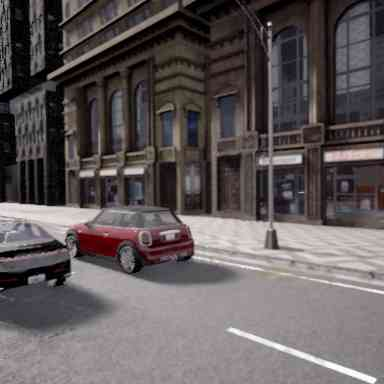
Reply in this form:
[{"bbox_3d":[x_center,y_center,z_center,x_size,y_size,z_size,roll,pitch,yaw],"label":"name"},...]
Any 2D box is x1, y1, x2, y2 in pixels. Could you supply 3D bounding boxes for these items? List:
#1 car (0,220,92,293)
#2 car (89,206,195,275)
[{"bbox_3d":[-4.694,1.437,7.990,4.902,1.511,2.128,0,1,44],"label":"car"},{"bbox_3d":[-2.111,1.216,10.354,4.553,1.767,2.097,0,1,44],"label":"car"}]
